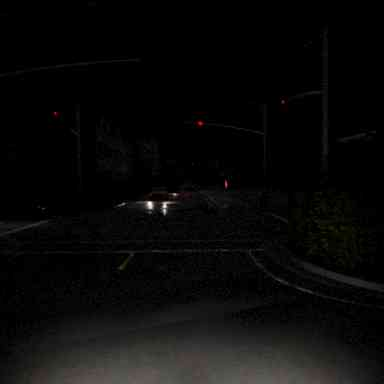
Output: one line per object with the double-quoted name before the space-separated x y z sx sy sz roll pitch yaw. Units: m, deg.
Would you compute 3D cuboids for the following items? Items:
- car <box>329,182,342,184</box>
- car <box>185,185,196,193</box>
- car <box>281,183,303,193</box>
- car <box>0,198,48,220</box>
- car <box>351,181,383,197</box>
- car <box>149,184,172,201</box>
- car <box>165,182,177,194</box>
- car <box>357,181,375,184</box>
"car" 25.300 -1.046 59.514 2.152 1.636 5.027 -1 2 0
"car" -0.178 -0.567 58.719 1.812 1.442 4.674 -1 2 0
"car" 15.262 -0.538 52.100 2.007 1.523 4.514 -1 2 0
"car" -11.618 1.076 21.413 4.181 1.385 1.994 -1 2 -6
"car" 22.255 -0.468 42.123 1.932 1.855 4.605 -1 2 0
"car" -3.720 0.147 37.791 1.882 1.535 5.008 -1 2 0
"car" -3.731 -0.805 57.956 2.150 2.045 5.566 -1 2 0
"car" 19.012 -0.181 34.243 1.905 1.878 3.866 -1 2 0
